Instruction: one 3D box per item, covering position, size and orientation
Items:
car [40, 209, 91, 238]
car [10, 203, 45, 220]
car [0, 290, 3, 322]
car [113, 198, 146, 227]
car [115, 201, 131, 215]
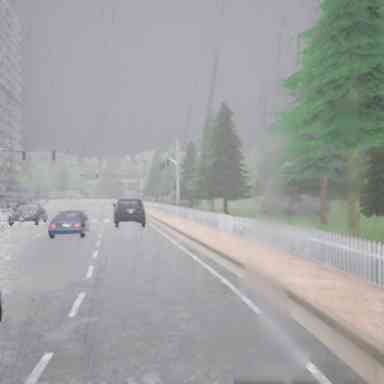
[{"bbox_3d":[-6.937,1.761,19.151,2.033,1.411,5.357,0,-1,-13],"label":"car"},{"bbox_3d":[-11.855,1.542,24.294,1.812,1.442,4.674,0,0,-13],"label":"car"},{"bbox_3d":[-3.836,1.552,3.477,2.128,1.511,4.902,0,-1,-5],"label":"car"},{"bbox_3d":[-4.749,1.465,25.137,2.150,2.045,5.566,0,0,-13],"label":"car"},{"bbox_3d":[-8.567,1.910,41.035,1.837,1.490,4.892,-1,0,-13],"label":"car"}]
